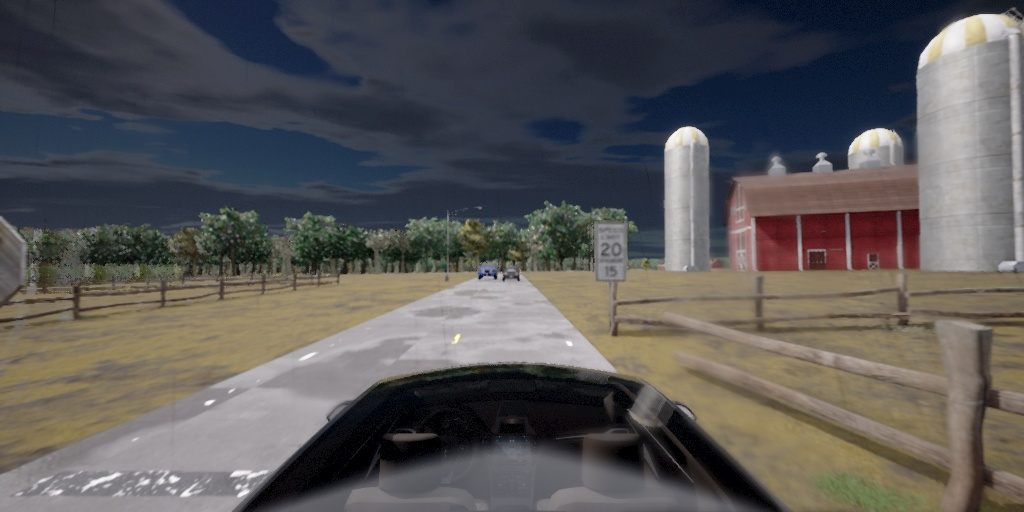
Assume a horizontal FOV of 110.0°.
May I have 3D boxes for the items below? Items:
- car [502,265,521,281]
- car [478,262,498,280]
[{"bbox_3d":[-0.083,1.963,38.804,1.812,1.442,4.674,0,-1,0],"label":"car"},{"bbox_3d":[-2.842,1.748,43.376,2.150,2.045,5.566,0,-1,0],"label":"car"}]
